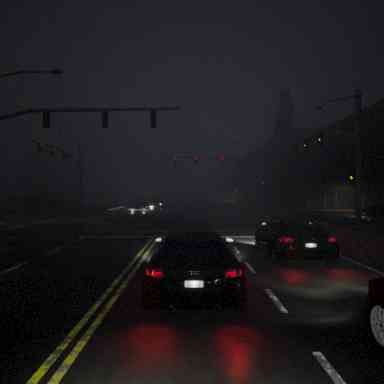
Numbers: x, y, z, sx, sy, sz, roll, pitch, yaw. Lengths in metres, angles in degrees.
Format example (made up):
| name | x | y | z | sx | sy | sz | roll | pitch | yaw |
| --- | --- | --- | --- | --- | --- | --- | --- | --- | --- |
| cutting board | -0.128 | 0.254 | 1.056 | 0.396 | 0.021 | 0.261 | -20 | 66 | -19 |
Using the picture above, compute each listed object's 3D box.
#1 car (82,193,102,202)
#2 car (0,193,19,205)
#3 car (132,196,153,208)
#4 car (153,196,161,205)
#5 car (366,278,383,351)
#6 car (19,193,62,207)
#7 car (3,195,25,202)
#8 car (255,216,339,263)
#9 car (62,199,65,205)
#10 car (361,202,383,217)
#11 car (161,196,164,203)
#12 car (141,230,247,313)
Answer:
| name | x | y | z | sx | sy | sz | roll | pitch | yaw |
| --- | --- | --- | --- | --- | --- | --- | --- | --- | --- |
| car | -21.581 | 1.156 | 69.986 | 3.866 | 1.878 | 1.905 | 0 | 0 | 0 |
| car | -39.101 | 1.153 | 69.941 | 4.605 | 1.855 | 1.932 | 0 | 0 | 0 |
| car | -7.316 | 1.478 | 47.806 | 1.882 | 1.535 | 5.008 | 0 | 0 | 1 |
| car | -7.133 | 1.491 | 57.357 | 2.128 | 1.511 | 4.902 | 0 | 0 | 2 |
| car | 3.595 | 1.478 | 3.104 | 1.882 | 1.535 | 5.008 | 0 | 0 | 0 |
| car | -21.566 | 1.153 | 47.469 | 4.605 | 1.855 | 1.932 | 0 | 0 | 0 |
| car | -39.041 | 1.364 | 72.838 | 3.905 | 1.438 | 1.784 | 0 | 0 | 0 |
| car | 3.544 | 1.564 | 11.953 | 1.994 | 1.385 | 4.181 | 0 | 0 | 0 |
| car | -21.516 | 1.156 | 50.363 | 3.866 | 1.878 | 1.905 | 0 | 0 | 0 |
| car | 18.678 | 1.547 | 30.863 | 5.357 | 1.411 | 2.033 | 0 | 0 | 0 |
| car | -6.828 | 1.526 | 67.465 | 1.812 | 1.442 | 4.674 | 0 | 0 | 2 |
| car | 0.043 | 1.564 | 7.773 | 1.994 | 1.385 | 4.181 | 0 | 0 | 0 |
